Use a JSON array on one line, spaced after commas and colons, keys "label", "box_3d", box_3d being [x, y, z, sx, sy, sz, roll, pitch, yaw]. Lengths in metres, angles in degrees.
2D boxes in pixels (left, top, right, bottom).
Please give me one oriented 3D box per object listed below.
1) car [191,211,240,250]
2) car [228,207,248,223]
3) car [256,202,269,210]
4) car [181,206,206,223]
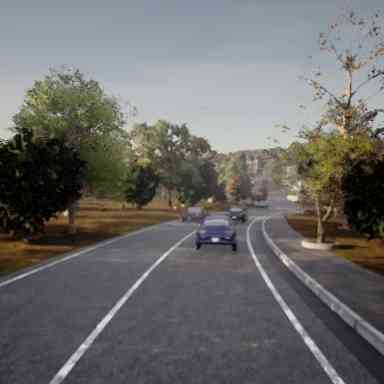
[{"label": "car", "box_3d": [1.260, 1.862, 16.172, 1.812, 1.442, 4.674, 0, -1, 7]}, {"label": "car", "box_3d": [4.502, 2.200, 32.915, 1.812, 1.442, 4.674, 1, -1, 14]}, {"label": "car", "box_3d": [14.912, 2.914, 70.222, 1.882, 1.535, 5.008, 2, -1, 23]}, {"label": "car", "box_3d": [0.358, 2.095, 31.554, 1.812, 1.442, 4.674, 1, -1, 14]}]
